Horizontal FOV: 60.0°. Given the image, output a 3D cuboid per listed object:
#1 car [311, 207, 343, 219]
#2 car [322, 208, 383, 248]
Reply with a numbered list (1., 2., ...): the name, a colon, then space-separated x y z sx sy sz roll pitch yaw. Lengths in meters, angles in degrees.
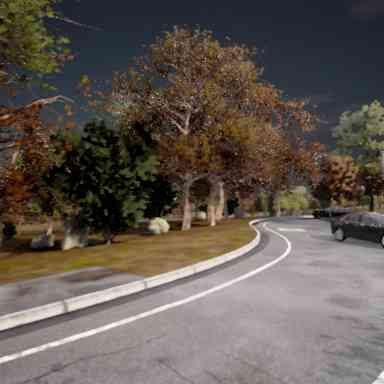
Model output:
1. car: 14.903 2.224 35.395 4.718 1.301 1.895 2 -1 -33
2. car: 8.794 1.767 15.921 1.837 1.490 4.892 1 0 -17
